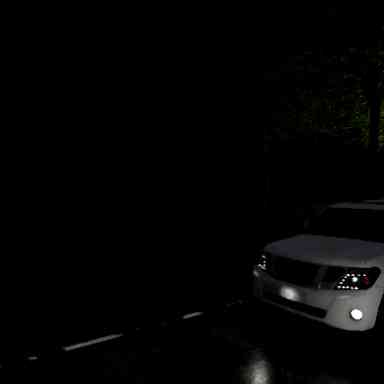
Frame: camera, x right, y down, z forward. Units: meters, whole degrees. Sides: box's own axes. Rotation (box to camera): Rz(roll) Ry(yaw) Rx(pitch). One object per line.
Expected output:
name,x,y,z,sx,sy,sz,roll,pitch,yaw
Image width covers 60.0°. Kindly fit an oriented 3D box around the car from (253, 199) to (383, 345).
car,3.728,1.180,6.643,5.566,2.045,2.150,0,0,-35
